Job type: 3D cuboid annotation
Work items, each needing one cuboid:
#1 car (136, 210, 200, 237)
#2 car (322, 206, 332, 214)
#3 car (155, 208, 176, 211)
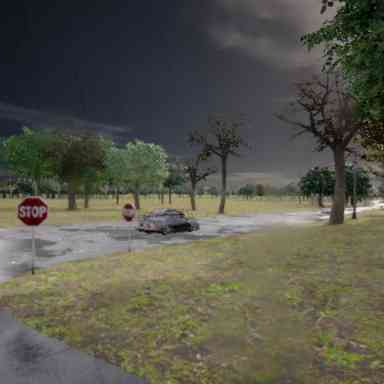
[{"bbox_3d":[-1.600,2.314,23.794,2.033,1.411,5.357,1,-1,36],"label":"car"},{"bbox_3d":[28.202,3.857,68.701,1.895,1.301,4.718,1,-1,29],"label":"car"},{"bbox_3d":[-2.845,2.368,34.023,1.882,1.535,5.008,1,-1,36],"label":"car"}]
